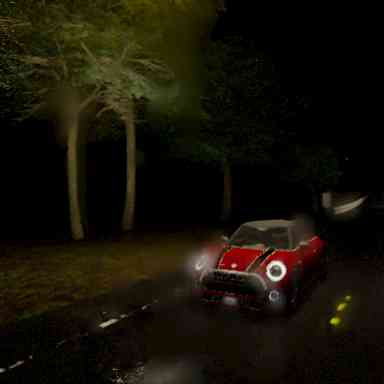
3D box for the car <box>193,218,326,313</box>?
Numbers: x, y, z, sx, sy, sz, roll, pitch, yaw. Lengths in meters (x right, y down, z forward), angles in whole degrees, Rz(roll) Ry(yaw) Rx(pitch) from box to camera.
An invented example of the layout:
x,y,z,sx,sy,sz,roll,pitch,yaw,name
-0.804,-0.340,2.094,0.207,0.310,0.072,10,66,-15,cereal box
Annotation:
x,y,z,sx,sy,sz,roll,pitch,yaw,name
1.886,1.518,8.254,2.097,1.767,4.553,-1,-1,31,car
